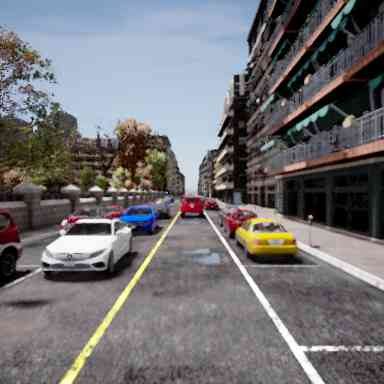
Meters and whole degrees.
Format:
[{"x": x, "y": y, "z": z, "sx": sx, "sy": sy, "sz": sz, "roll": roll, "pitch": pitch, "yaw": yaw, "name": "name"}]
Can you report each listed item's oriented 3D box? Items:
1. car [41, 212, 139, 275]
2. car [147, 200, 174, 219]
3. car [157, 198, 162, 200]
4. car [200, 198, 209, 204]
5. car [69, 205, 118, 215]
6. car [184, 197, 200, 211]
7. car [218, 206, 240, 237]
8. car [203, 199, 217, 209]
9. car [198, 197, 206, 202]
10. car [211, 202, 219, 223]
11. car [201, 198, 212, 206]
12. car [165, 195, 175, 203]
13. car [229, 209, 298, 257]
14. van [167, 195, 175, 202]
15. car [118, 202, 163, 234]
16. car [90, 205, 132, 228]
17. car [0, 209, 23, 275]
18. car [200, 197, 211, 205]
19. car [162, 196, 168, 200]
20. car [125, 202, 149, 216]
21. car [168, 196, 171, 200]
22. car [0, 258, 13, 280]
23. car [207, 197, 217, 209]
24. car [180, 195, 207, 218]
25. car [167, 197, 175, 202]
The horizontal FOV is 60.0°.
[{"x": -3.104, "y": 1.581, "z": 10.790, "sx": 1.812, "sy": 1.442, "sz": 4.674, "roll": 0, "pitch": 0, "yaw": 0, "name": "car"}, {"x": -3.019, "y": 1.723, "z": 30.437, "sx": 1.994, "sy": 1.385, "sz": 4.181, "roll": 0, "pitch": 0, "yaw": 1, "name": "car"}, {"x": -5.670, "y": 1.826, "z": 46.035, "sx": 1.802, "sy": 1.307, "sz": 4.206, "roll": 0, "pitch": 0, "yaw": 0, "name": "car"}, {"x": 2.723, "y": 1.970, "z": 73.707, "sx": 1.947, "sy": 1.339, "sz": 4.313, "roll": 0, "pitch": 0, "yaw": 0, "name": "car"}, {"x": -5.684, "y": 1.535, "z": 18.360, "sx": 1.967, "sy": 1.590, "sz": 4.097, "roll": 0, "pitch": 0, "yaw": 0, "name": "car"}, {"x": 0.051, "y": 1.594, "z": 45.694, "sx": 2.097, "sy": 1.767, "sz": 4.553, "roll": 0, "pitch": 0, "yaw": 0, "name": "car"}, {"x": 2.697, "y": 1.640, "z": 18.356, "sx": 1.887, "sy": 1.381, "sz": 4.507, "roll": 0, "pitch": 0, "yaw": 0, "name": "car"}, {"x": 2.712, "y": 1.821, "z": 51.567, "sx": 1.887, "sy": 1.381, "sz": 4.507, "roll": 0, "pitch": 0, "yaw": 0, "name": "car"}, {"x": 2.731, "y": 2.068, "z": 90.312, "sx": 1.947, "sy": 1.339, "sz": 4.313, "roll": 0, "pitch": 0, "yaw": 0, "name": "car"}, {"x": 2.699, "y": 1.676, "z": 23.892, "sx": 2.008, "sy": 1.369, "sz": 4.403, "roll": 0, "pitch": 0, "yaw": 0, "name": "car"}, {"x": 2.718, "y": 1.906, "z": 62.638, "sx": 1.947, "sy": 1.339, "sz": 4.313, "roll": 0, "pitch": 0, "yaw": 0, "name": "car"}, {"x": -5.654, "y": 1.784, "z": 84.782, "sx": 2.192, "sy": 1.841, "sz": 5.009, "roll": 0, "pitch": 0, "yaw": 0, "name": "car"}, {"x": 2.694, "y": 1.593, "z": 12.991, "sx": 1.752, "sy": 1.417, "sz": 4.829, "roll": 0, "pitch": 0, "yaw": 0, "name": "car"}, {"x": -5.656, "y": 1.777, "z": 79.246, "sx": 1.690, "sy": 1.788, "sz": 3.998, "roll": 0, "pitch": 0, "yaw": 0, "name": "van"}, {"x": -3.073, "y": 1.582, "z": 20.061, "sx": 1.882, "sy": 1.535, "sz": 5.008, "roll": 0, "pitch": 0, "yaw": 0, "name": "car"}, {"x": -5.681, "y": 1.669, "z": 23.895, "sx": 1.887, "sy": 1.381, "sz": 4.507, "roll": 0, "pitch": 0, "yaw": 0, "name": "car"}, {"x": -5.690, "y": 1.352, "z": 7.291, "sx": 2.192, "sy": 1.841, "sz": 5.009, "roll": 0, "pitch": 0, "yaw": 0, "name": "car"}, {"x": 2.719, "y": 1.812, "z": 68.173, "sx": 1.967, "sy": 1.590, "sz": 4.097, "roll": 0, "pitch": 0, "yaw": 0, "name": "car"}, {"x": -5.666, "y": 1.831, "z": 56.936, "sx": 1.752, "sy": 1.417, "sz": 4.829, "roll": 0, "pitch": 0, "yaw": 0, "name": "car"}, {"x": -5.676, "y": 1.766, "z": 34.965, "sx": 1.802, "sy": 1.307, "sz": 4.206, "roll": 0, "pitch": 0, "yaw": 0, "name": "car"}, {"x": -5.663, "y": 1.890, "z": 62.641, "sx": 2.008, "sy": 1.369, "sz": 4.403, "roll": 0, "pitch": 0, "yaw": 0, "name": "car"}, {"x": -3.099, "y": 1.535, "z": 1.681, "sx": 1.812, "sy": 1.442, "sz": 4.674, "roll": 0, "pitch": 0, "yaw": 0, "name": "car"}, {"x": 2.710, "y": 1.790, "z": 46.032, "sx": 1.887, "sy": 1.381, "sz": 4.507, "roll": 0, "pitch": 0, "yaw": 0, "name": "car"}, {"x": 0.017, "y": 1.393, "z": 32.642, "sx": 2.150, "sy": 2.045, "sz": 5.566, "roll": 0, "pitch": 0, "yaw": 0, "name": "car"}, {"x": -5.649, "y": 2.052, "z": 90.316, "sx": 2.008, "sy": 1.369, "sz": 4.403, "roll": 0, "pitch": 0, "yaw": 0, "name": "car"}]
